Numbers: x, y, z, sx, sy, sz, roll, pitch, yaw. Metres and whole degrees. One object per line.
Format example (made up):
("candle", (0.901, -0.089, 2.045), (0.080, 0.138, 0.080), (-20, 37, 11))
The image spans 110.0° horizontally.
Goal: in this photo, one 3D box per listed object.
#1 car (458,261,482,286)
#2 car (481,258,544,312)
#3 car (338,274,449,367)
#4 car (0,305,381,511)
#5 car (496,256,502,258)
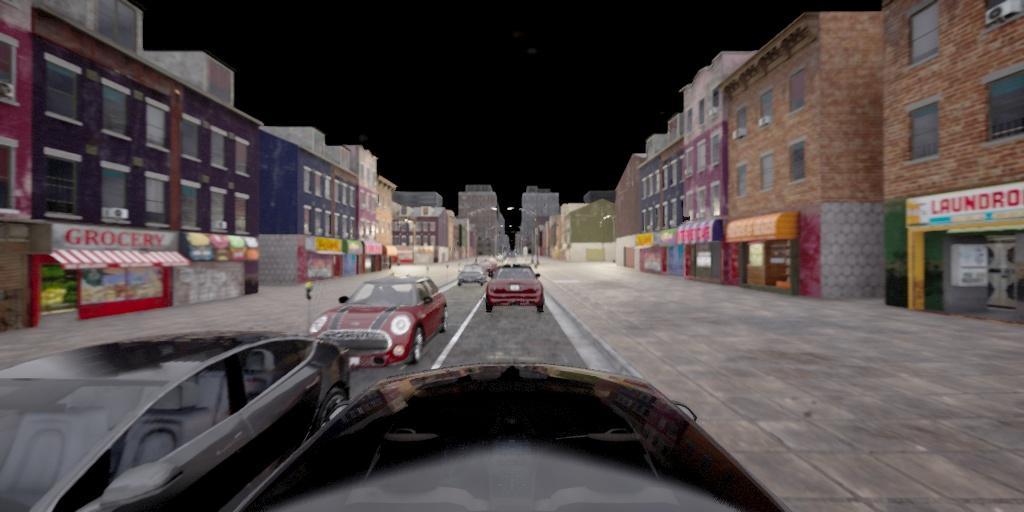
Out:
("car", (-2.639, 1.260, 24.475), (2.007, 1.370, 4.403), (0, 0, 0))
("car", (0.097, 1.097, 14.428), (2.097, 1.767, 4.553), (0, 0, 0))
("car", (-2.638, 1.191, 7.858), (1.967, 1.591, 4.097), (0, 0, 0))
("car", (-2.638, 1.316, 2.324), (1.948, 1.339, 4.313), (0, 0, 0))
("car", (-2.641, 1.031, 46.452), (1.751, 1.417, 4.829), (0, 0, 0))
